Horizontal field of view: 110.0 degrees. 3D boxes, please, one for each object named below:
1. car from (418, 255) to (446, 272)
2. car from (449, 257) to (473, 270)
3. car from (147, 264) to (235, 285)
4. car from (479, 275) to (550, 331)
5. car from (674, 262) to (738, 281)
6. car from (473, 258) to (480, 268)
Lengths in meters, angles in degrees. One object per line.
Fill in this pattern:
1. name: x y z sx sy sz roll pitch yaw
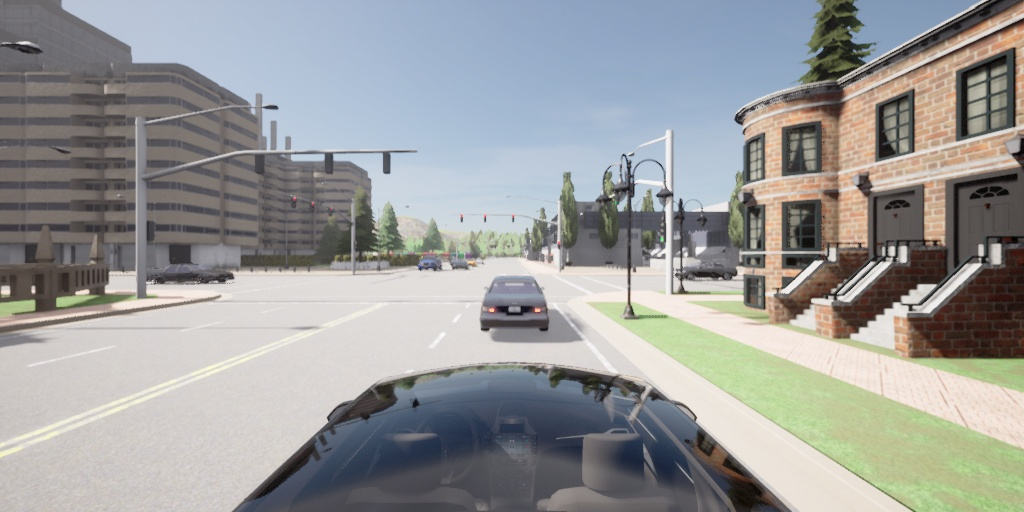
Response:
1. car: -10.636 0.921 46.895 2.150 2.045 5.566 0 1 0
2. car: -7.131 1.266 50.301 1.994 1.385 4.181 0 0 0
3. car: -22.884 1.274 25.419 5.357 1.411 2.033 0 0 0
4. car: 0.072 1.288 10.875 2.033 1.411 5.357 0 0 0
5. car: 15.425 1.213 28.836 4.902 1.511 2.128 0 0 -1
6. car: -7.126 1.169 61.877 1.882 1.535 5.008 0 1 0
